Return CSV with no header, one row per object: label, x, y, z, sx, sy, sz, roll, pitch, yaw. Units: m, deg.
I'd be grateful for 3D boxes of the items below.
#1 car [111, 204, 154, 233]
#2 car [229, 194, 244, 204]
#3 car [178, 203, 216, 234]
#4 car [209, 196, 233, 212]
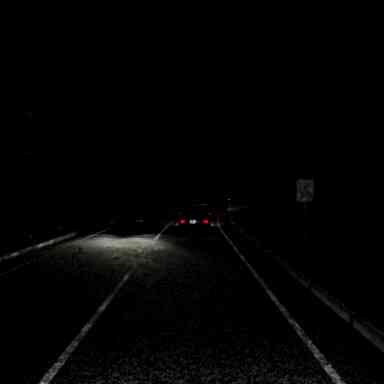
car,-3.470,1.535,20.100,1.882,1.535,5.008,0,0,2
car,7.471,1.345,61.133,4.553,1.767,2.097,-1,0,-43
car,0.171,1.603,19.805,2.033,1.411,5.357,0,0,1
car,3.098,1.574,39.648,2.128,1.511,4.902,0,0,16
